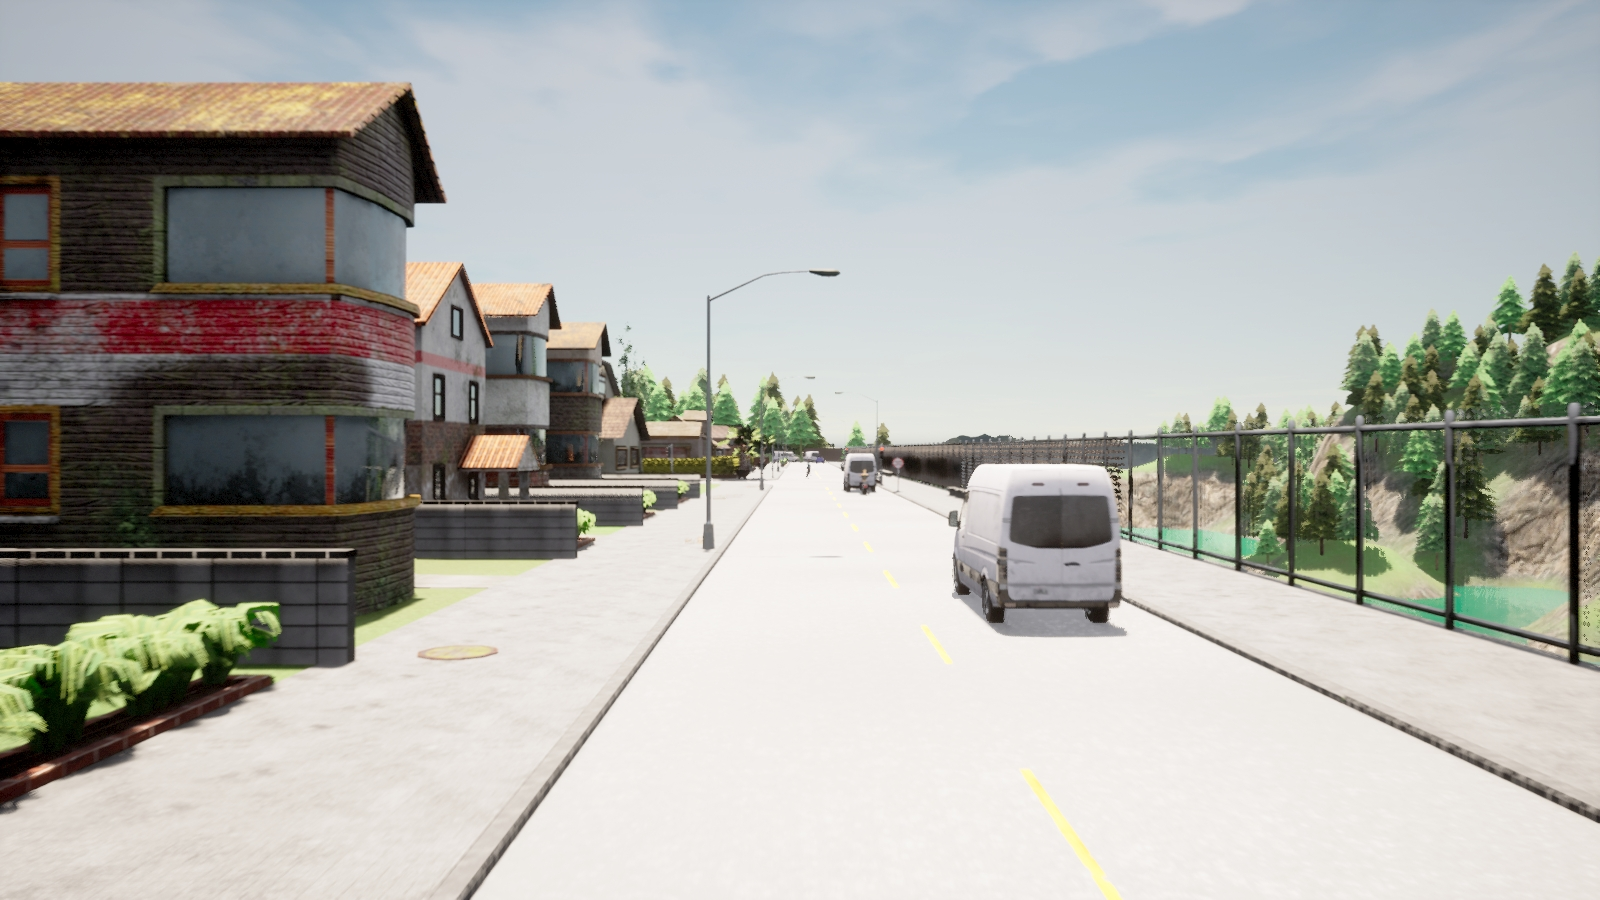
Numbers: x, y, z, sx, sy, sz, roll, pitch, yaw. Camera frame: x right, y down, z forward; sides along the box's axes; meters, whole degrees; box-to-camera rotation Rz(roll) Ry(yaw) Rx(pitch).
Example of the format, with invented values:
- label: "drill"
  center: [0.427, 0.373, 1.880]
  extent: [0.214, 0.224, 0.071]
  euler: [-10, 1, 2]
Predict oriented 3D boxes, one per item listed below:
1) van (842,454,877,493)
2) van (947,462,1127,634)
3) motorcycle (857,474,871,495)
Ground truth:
- label: "van"
  center: [4.016, 1.534, 77.716]
  extent: [1.988, 2.561, 5.915]
  euler: [0, 0, -1]
- label: "van"
  center: [3.999, 1.534, 20.400]
  extent: [1.988, 2.561, 5.915]
  euler: [0, 0, 0]
- label: "motorcycle"
  center: [4.015, 2.155, 71.633]
  extent: [0.764, 1.307, 2.356]
  euler: [0, 0, 0]
